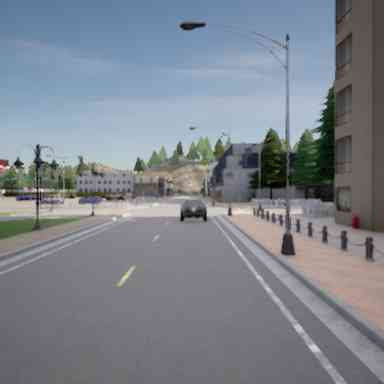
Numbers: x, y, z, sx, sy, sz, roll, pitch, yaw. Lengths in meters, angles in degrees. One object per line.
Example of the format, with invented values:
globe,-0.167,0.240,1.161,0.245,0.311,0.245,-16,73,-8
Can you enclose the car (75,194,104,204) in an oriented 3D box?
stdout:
car,-17.339,1.341,56.400,3.633,1.501,1.845,0,0,0

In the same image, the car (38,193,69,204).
car,-24.757,1.348,59.386,3.806,1.475,1.970,0,0,0

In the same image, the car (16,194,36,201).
car,-35.740,1.271,71.387,3.633,1.501,1.845,0,0,0

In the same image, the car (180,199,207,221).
car,0.123,1.331,26.820,2.097,1.767,4.553,0,0,0

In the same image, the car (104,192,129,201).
car,-17.187,1.050,74.984,4.605,1.855,1.932,0,0,0

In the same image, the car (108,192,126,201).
car,-17.598,1.027,77.890,3.866,1.878,1.905,0,0,0

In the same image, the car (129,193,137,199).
car,-17.588,1.093,90.684,5.027,1.636,2.152,0,0,0
